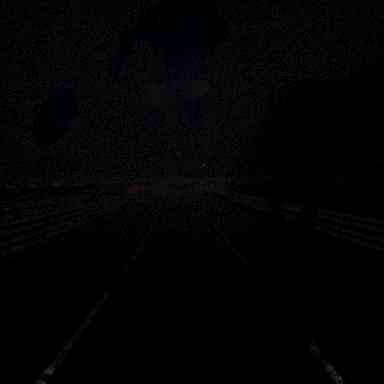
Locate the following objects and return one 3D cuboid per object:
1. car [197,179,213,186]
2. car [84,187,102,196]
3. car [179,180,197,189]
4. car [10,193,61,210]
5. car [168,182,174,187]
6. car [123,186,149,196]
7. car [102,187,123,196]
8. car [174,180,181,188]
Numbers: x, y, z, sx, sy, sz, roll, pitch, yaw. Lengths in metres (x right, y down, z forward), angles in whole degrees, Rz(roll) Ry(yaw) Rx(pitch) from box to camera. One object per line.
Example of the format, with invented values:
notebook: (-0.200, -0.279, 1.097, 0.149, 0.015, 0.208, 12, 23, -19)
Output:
car: (3.846, -2.366, 95.077, 2.033, 1.411, 5.357, 0, 3, 15)
car: (-14.961, -0.135, 52.701, 1.895, 1.301, 4.718, 0, 3, 15)
car: (-0.888, -1.483, 77.709, 1.994, 1.385, 4.181, 0, 3, 15)
car: (-13.923, 0.853, 29.892, 1.882, 1.535, 5.008, 0, 3, 15)
car: (-5.009, -2.041, 89.208, 2.128, 1.511, 4.902, 0, 3, 15)
car: (-8.211, -0.211, 50.838, 1.882, 1.535, 5.008, 0, 3, 15)
car: (-11.592, -0.148, 51.752, 1.994, 1.385, 4.181, 0, 3, 15)
car: (-2.152, -2.222, 86.372, 2.150, 2.045, 5.566, 0, 3, 15)
